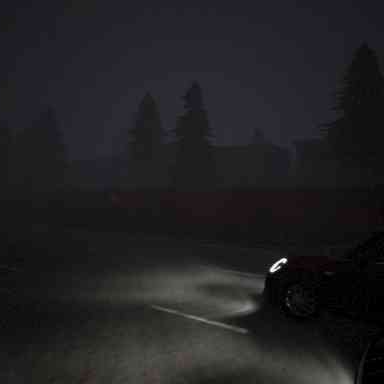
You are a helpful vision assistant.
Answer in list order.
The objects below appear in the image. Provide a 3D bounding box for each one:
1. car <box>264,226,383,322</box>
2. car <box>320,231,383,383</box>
[{"bbox_3d":[3.609,1.369,5.800,4.553,1.767,2.097,0,0,35],"label":"car"},{"bbox_3d":[3.319,1.355,1.729,4.553,1.767,2.097,0,0,34],"label":"car"}]
